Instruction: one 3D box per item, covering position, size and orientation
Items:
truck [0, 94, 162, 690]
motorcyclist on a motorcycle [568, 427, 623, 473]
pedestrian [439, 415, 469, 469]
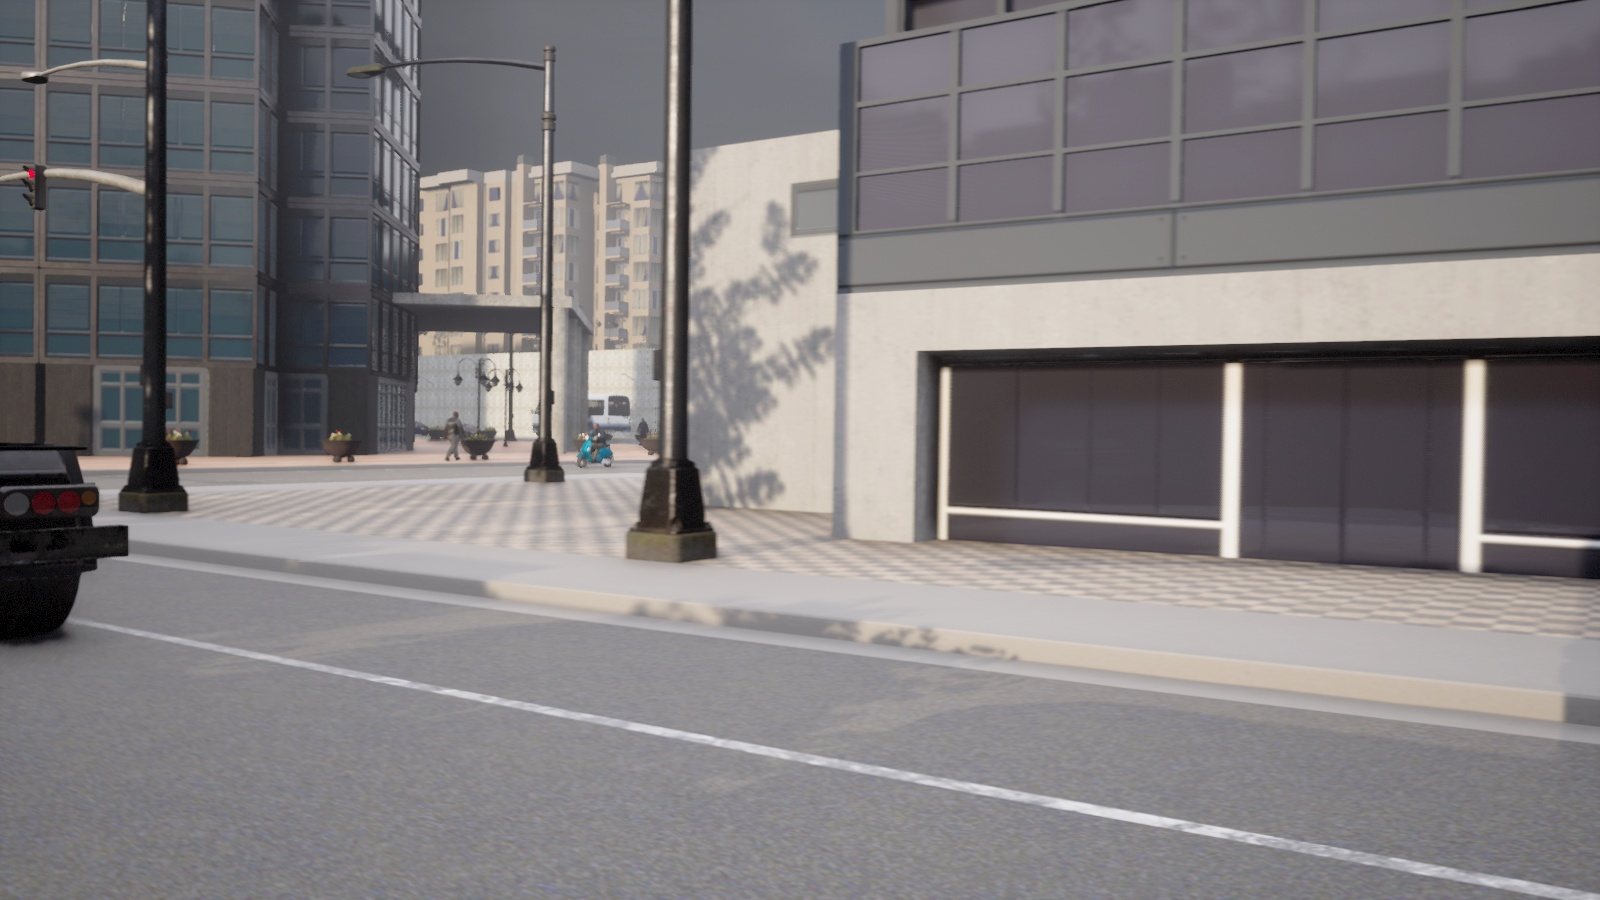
[{"bbox_3d":[-8.233,-0.333,9.073,7.936,3.462,2.891,0,1,34],"label":"truck"},{"bbox_3d":[-7.171,-0.017,44.115,0.866,1.590,1.817,0,1,33],"label":"motorcyclist on a motorcycle"},{"bbox_3d":[-12.215,-0.299,44.332,0.563,1.883,0.849,0,1,28],"label":"pedestrian"}]
